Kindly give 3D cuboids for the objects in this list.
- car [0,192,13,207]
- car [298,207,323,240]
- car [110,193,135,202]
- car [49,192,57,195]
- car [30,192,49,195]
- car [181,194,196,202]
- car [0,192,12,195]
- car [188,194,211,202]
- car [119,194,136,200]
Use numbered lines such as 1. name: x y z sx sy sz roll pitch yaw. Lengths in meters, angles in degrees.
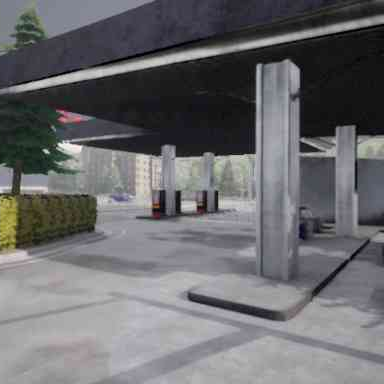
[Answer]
1. car: -26.598 0.989 45.313 4.605 1.855 1.932 0 0 34
2. car: 5.682 1.611 18.380 2.242 1.667 4.611 0 0 34
3. car: -13.228 1.179 63.363 3.633 1.501 1.845 0 0 34
4. car: -30.545 0.859 70.926 4.605 1.855 1.932 0 0 34
5. car: -31.856 0.846 68.300 3.866 1.878 1.905 0 0 34
6. car: -0.184 1.214 68.754 5.027 1.636 2.152 0 0 34
7. car: -21.989 1.017 38.139 3.866 1.878 1.905 0 0 34
8. car: 1.555 1.218 71.365 4.514 1.523 2.007 0 0 34
9. car: -15.463 1.163 79.476 3.806 1.475 1.970 0 0 34
